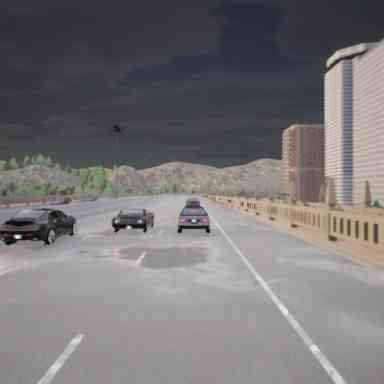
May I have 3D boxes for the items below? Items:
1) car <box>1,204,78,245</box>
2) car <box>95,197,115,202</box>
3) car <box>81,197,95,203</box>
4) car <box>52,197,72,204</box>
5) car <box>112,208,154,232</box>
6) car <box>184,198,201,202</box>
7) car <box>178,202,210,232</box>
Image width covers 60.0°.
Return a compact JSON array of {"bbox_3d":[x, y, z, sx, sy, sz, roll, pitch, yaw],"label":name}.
[{"bbox_3d":[-6.895,1.516,15.579,1.837,1.490,4.892,0,0,0],"label":"car"},{"bbox_3d":[-13.983,1.555,54.825,1.882,1.535,5.008,0,0,0],"label":"car"},{"bbox_3d":[-17.485,1.629,56.827,1.837,1.490,4.892,0,0,0],"label":"car"},{"bbox_3d":[-20.984,1.560,53.781,2.128,1.511,4.902,0,0,0],"label":"car"},{"bbox_3d":[-3.393,1.618,20.109,1.895,1.301,4.718,0,0,0],"label":"car"},{"bbox_3d":[0.113,1.551,42.651,1.837,1.490,4.892,0,0,0],"label":"car"},{"bbox_3d":[0.106,1.565,19.990,2.033,1.411,5.357,0,0,0],"label":"car"}]
